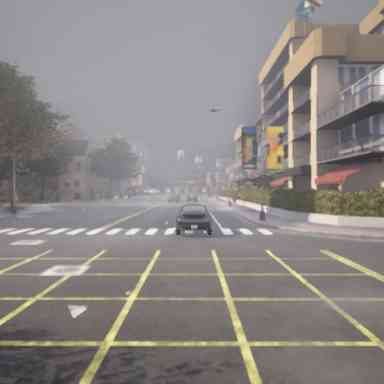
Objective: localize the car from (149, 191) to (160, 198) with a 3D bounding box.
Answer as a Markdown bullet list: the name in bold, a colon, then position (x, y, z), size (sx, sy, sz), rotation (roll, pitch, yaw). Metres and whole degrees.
- **car**: position (-10.482, 1.073, 90.448), size (1.895, 1.301, 4.718), rotation (0, 0, 0)

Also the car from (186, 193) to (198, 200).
- **car**: position (0.012, 1.015, 61.569), size (2.097, 1.767, 4.553), rotation (0, 0, 0)

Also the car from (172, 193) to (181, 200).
- **car**: position (-3.485, 1.090, 74.903), size (1.837, 1.490, 4.892), rotation (0, 0, 0)

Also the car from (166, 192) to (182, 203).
- **car**: position (-3.391, 1.215, 60.827), size (2.033, 1.411, 5.357), rotation (0, 0, 0)

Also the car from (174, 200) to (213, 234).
- **car**: position (0.104, 1.404, 18.297), size (1.837, 1.490, 4.892), rotation (0, 0, 0)

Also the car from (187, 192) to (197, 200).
- **car**: position (0.015, 0.938, 74.941), size (2.097, 1.767, 4.553), rotation (0, 0, 0)
